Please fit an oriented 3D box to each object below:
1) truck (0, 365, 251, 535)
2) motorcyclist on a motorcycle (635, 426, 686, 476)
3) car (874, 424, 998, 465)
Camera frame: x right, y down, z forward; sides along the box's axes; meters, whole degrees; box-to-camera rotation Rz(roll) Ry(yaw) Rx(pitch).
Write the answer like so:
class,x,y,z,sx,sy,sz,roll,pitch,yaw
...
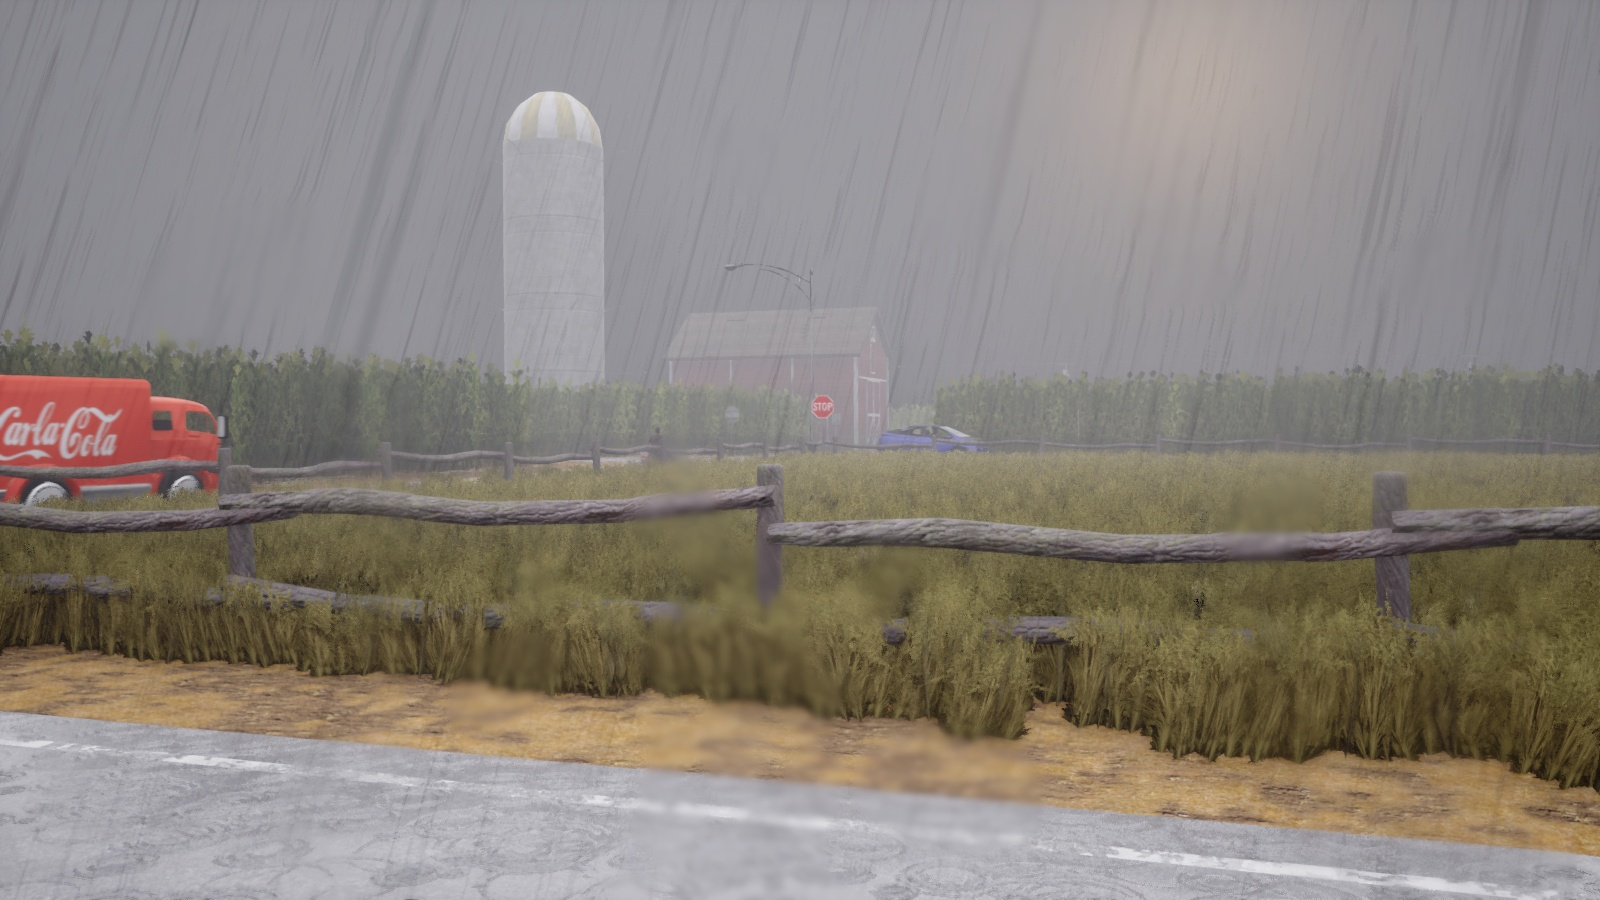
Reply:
class,x,y,z,sx,sy,sz,roll,pitch,yaw
truck,-12.048,-0.036,20.626,2.627,2.467,5.204,1,1,22
motorcyclist on a motorcycle,-4.666,0.004,42.243,0.766,1.649,2.350,1,1,19
car,5.456,-0.239,50.354,4.514,1.525,2.007,1,1,28
